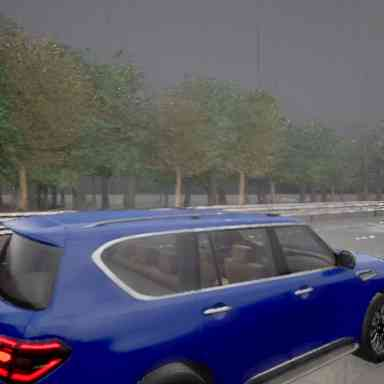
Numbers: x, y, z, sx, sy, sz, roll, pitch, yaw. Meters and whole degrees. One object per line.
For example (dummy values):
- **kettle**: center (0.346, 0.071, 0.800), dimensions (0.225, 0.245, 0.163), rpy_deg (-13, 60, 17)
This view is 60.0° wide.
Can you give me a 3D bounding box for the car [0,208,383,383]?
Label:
- **car**: center (0.464, 1.222, 4.199), dimensions (5.566, 2.045, 2.150), rpy_deg (0, 0, -35)
